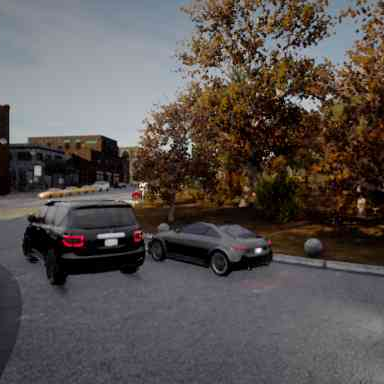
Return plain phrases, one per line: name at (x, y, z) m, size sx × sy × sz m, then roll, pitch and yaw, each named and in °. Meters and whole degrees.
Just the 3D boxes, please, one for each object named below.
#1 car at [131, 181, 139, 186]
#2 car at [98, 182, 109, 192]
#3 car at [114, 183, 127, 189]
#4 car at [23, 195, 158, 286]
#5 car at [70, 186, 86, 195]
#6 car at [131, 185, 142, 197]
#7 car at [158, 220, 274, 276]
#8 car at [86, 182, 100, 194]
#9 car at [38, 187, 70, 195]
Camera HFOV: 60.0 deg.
car at (-15.126, -2.144, 90.421) m, size 2.231 × 1.521 × 4.892 m, roll 0°, pitch 3°, yaw 10°
car at (-18.997, -1.091, 68.652) m, size 2.435 × 2.045 × 5.566 m, roll 0°, pitch 3°, yaw 10°
car at (-17.069, -1.462, 79.526) m, size 2.163 × 1.488 × 4.792 m, roll 0°, pitch 3°, yaw 10°
car at (-3.387, 1.234, 9.817) m, size 2.150 × 2.045 × 5.566 m, roll 0°, pitch 0°, yaw -35°
car at (-20.979, -0.175, 57.528) m, size 1.946 × 1.575 × 5.366 m, roll 0°, pitch 3°, yaw 10°
car at (-7.242, 0.256, 48.608) m, size 1.882 × 1.535 × 5.008 m, roll 0°, pitch 3°, yaw 9°
car at (0.439, 1.574, 10.539) m, size 1.994 × 1.385 × 4.181 m, roll 0°, pitch 0°, yaw -44°
car at (-20.013, -0.500, 62.958) m, size 1.946 × 1.575 × 5.366 m, roll 0°, pitch 3°, yaw 10°
car at (-21.955, 0.154, 52.101) m, size 1.946 × 1.575 × 5.366 m, roll 0°, pitch 3°, yaw 10°
